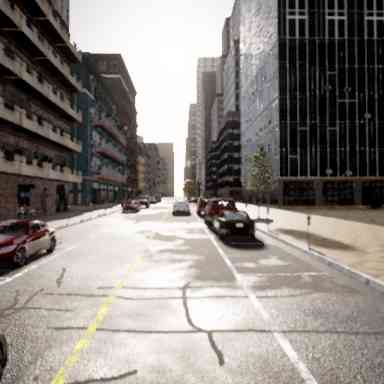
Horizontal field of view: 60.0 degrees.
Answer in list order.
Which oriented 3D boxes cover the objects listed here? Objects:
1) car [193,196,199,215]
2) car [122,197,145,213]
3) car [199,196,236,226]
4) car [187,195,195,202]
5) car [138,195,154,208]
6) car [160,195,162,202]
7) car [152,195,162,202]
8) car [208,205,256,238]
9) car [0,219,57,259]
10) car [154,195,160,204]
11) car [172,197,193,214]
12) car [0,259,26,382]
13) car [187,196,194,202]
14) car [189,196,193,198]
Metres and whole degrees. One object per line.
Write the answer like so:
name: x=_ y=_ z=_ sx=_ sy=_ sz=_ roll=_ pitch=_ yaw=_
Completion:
car: x=1.526 y=1.359 z=33.917 sx=2.192 sy=1.841 sz=5.009 roll=0 pitch=0 yaw=-2
car: x=-7.048 y=1.656 z=39.135 sx=1.887 sy=1.381 sz=4.507 roll=0 pitch=0 yaw=-2
car: x=1.922 y=1.335 z=22.878 sx=2.192 sy=1.841 sz=5.009 roll=0 pitch=0 yaw=-2
car: x=-0.252 y=1.679 z=83.592 sx=1.967 sy=1.590 sz=4.097 roll=0 pitch=0 yaw=-2
car: x=-7.444 y=1.461 z=50.175 sx=2.192 sy=1.841 sz=5.009 roll=0 pitch=0 yaw=-2
car: x=-8.440 y=1.580 z=77.774 sx=2.192 sy=1.841 sz=5.009 roll=0 pitch=0 yaw=-2
car: x=-8.640 y=1.607 z=83.292 sx=2.192 sy=1.841 sz=5.009 roll=0 pitch=0 yaw=-2
car: x=2.119 y=1.575 z=17.358 sx=1.947 sy=1.339 sz=4.313 roll=0 pitch=0 yaw=-2
car: x=-6.057 y=1.633 z=11.539 sx=1.802 sy=1.307 sz=4.206 roll=0 pitch=0 yaw=-2
car: x=-8.040 y=1.780 z=66.733 sx=1.947 sy=1.339 sz=4.313 roll=0 pitch=0 yaw=-2
car: x=-1.190 y=1.593 z=37.035 sx=1.812 sy=1.442 sz=4.674 roll=0 pitch=0 yaw=-2
car: x=-3.038 y=1.585 z=2.103 sx=1.994 sy=1.385 sz=4.181 roll=0 pitch=0 yaw=-2
car: x=-0.455 y=1.795 z=89.283 sx=1.752 sy=1.417 sz=4.829 roll=0 pitch=0 yaw=-2
car: x=0.335 y=1.743 z=67.033 sx=1.802 sy=1.307 sz=4.206 roll=0 pitch=0 yaw=-2
